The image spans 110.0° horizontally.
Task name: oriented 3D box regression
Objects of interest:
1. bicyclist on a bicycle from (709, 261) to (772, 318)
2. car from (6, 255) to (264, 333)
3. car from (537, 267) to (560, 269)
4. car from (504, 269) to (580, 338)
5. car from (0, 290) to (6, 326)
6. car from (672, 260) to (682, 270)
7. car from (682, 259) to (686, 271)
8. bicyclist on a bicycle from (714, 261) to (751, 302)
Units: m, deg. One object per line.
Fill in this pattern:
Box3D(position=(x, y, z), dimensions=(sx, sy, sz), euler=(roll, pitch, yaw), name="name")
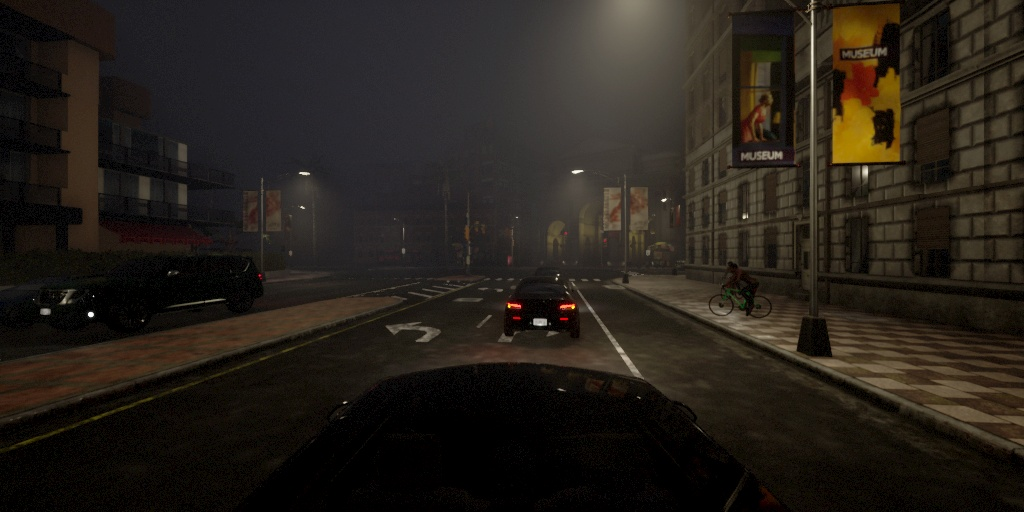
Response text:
Box3D(position=(6.862, 1.051, 10.824), dimensions=(1.656, 1.620, 0.582), euler=(0, 0, 22), name="bicyclist on a bicycle")
Box3D(position=(-10.705, 0.971, 11.256), dimensions=(2.150, 2.045, 5.566), euler=(0, 0, 8), name="car")
Box3D(position=(1.936, 1.276, 18.952), dimensions=(1.812, 1.442, 4.674), euler=(0, 0, 7), name="car")
Box3D(position=(0.885, 1.276, 10.110), dimensions=(1.812, 1.442, 4.674), euler=(0, 0, 7), name="car")
Box3D(position=(-14.195, 1.297, 11.681), dimensions=(2.033, 1.411, 5.357), euler=(0, 0, 7), name="car")
Box3D(position=(24.845, 0.971, 48.666), dimensions=(5.566, 2.045, 2.150), euler=(0, 0, 7), name="car")
Box3D(position=(24.604, 1.254, 45.163), dimensions=(4.892, 1.490, 1.837), euler=(0, 0, 7), name="car")
Box3D(position=(9.284, 1.050, 15.085), dimensions=(1.656, 1.620, 0.582), euler=(0, 0, -28), name="bicyclist on a bicycle")
